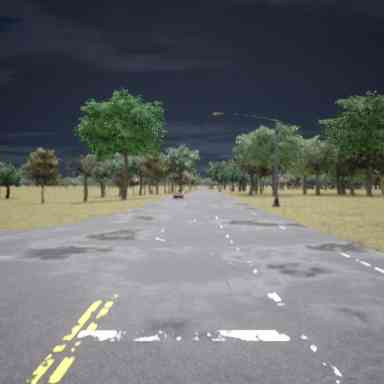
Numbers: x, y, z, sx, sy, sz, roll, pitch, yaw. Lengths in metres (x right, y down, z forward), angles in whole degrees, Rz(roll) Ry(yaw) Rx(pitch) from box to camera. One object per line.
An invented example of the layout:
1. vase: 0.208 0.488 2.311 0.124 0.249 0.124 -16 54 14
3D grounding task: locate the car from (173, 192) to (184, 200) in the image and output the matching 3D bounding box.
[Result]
1. car: -2.363 0.706 58.944 1.895 1.301 4.718 0 1 2
